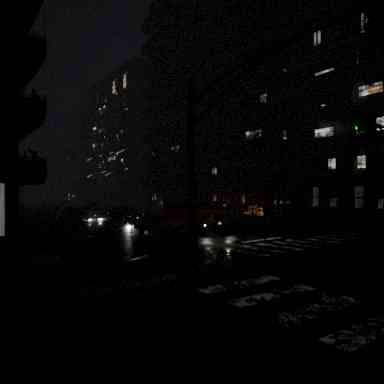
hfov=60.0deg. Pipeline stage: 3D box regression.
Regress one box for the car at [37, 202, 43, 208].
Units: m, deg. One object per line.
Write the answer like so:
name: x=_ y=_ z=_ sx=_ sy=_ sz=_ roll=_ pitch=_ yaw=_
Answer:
car: x=-35.087 y=3.050 z=80.036 sx=1.887 sy=1.381 sz=4.507 roll=-1 pitch=0 yaw=-36

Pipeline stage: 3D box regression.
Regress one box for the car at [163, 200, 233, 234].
car: x=0.013 y=1.532 z=21.804 sx=2.150 sy=2.045 sz=5.566 roll=0 pitch=-1 yaw=-36

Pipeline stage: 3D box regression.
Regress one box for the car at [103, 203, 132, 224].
car: x=-6.048 y=2.003 z=30.181 sx=1.837 sy=1.490 sz=4.892 roll=0 pitch=-1 yaw=-36

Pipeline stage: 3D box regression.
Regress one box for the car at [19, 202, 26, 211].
car: x=-31.840 y=2.770 z=61.332 sx=1.887 sy=1.381 sz=4.507 roll=-1 pitch=0 yaw=-36

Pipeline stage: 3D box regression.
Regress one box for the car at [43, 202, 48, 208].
car: x=-31.763 y=2.973 z=75.450 sx=1.947 sy=1.339 sz=4.313 roll=-1 pitch=0 yaw=-36

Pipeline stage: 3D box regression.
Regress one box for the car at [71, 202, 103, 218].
car: x=-12.198 y=2.234 z=38.685 sx=2.033 sy=1.411 sz=5.357 roll=0 pitch=-1 yaw=-36

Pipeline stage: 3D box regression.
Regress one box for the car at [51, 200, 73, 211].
car: x=-22.676 y=2.570 z=58.574 sx=2.128 sy=1.511 sz=4.902 roll=0 pitch=-1 yaw=-36

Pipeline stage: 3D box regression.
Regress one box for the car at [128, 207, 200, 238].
car: x=-1.829 y=1.833 z=19.920 sx=1.752 sy=1.417 sz=4.829 roll=-1 pitch=0 yaw=-36

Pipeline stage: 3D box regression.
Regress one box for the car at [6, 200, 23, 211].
car: x=-35.169 y=2.640 z=65.917 sx=2.192 sy=1.841 sz=5.009 roll=-1 pitch=0 yaw=-36

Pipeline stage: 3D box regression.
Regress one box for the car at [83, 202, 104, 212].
car: x=-16.368 y=2.433 z=55.051 sx=1.882 sy=1.535 sz=5.008 roll=0 pitch=-1 yaw=-36

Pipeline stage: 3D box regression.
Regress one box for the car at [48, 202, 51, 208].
car: x=-28.446 y=2.624 z=70.865 sx=2.192 sy=1.841 sz=5.009 roll=-1 pitch=0 yaw=-36

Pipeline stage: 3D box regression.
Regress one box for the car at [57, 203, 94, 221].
car: x=-11.899 y=2.163 z=33.816 sx=1.887 sy=1.381 sz=4.507 roll=-1 pitch=0 yaw=-36

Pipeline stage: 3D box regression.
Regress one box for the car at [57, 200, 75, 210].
car: x=-25.122 y=2.524 z=66.278 sx=2.192 sy=1.841 sz=5.009 roll=-1 pitch=0 yaw=-36

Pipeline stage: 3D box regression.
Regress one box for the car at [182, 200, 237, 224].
car: x=1.464 y=1.713 z=29.592 sx=2.192 sy=1.841 sz=5.009 roll=-1 pitch=0 yaw=-36

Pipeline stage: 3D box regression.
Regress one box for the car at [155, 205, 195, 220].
car: x=-1.853 y=2.045 z=34.177 sx=1.887 sy=1.381 sz=4.507 roll=-1 pitch=0 yaw=-36
